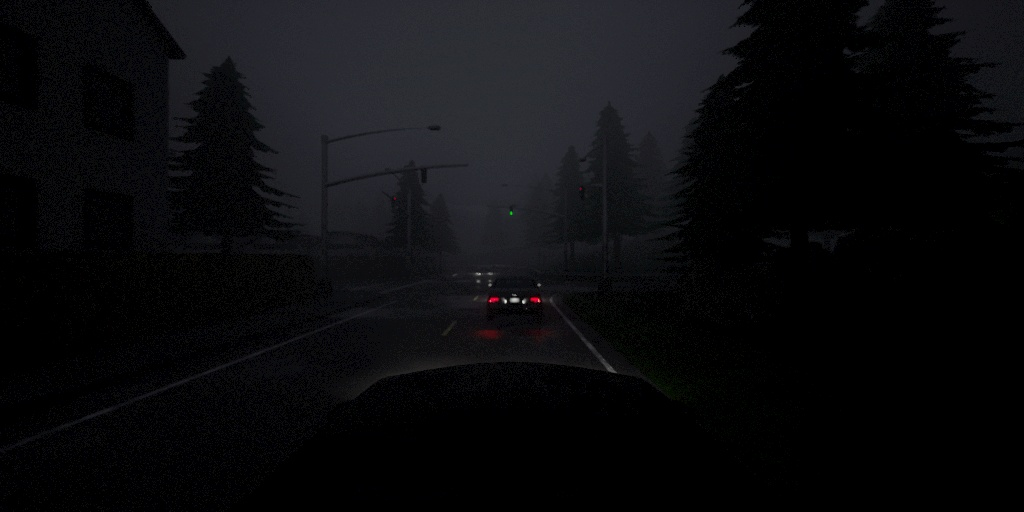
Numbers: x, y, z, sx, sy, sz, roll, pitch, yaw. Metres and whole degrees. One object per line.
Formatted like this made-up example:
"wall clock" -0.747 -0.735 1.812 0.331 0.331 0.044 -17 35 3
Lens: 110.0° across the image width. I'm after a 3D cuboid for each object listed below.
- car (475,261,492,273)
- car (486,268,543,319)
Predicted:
"car" -3.700 1.450 47.246 1.812 1.442 4.674 0 0 -4
"car" 0.094 1.340 12.917 2.033 1.411 5.357 0 0 0
